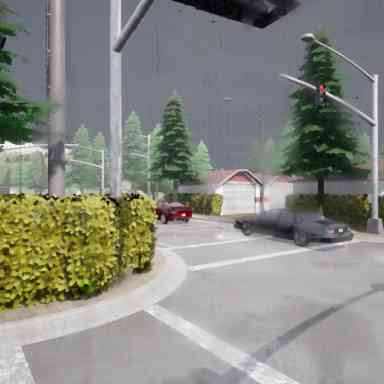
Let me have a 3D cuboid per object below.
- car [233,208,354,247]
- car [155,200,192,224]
[{"bbox_3d":[4.238,1.422,14.771,2.033,1.411,5.357,0,2,-35],"label":"car"},{"bbox_3d":[-1.956,1.306,23.366,1.882,1.535,5.008,-1,1,-35],"label":"car"}]
